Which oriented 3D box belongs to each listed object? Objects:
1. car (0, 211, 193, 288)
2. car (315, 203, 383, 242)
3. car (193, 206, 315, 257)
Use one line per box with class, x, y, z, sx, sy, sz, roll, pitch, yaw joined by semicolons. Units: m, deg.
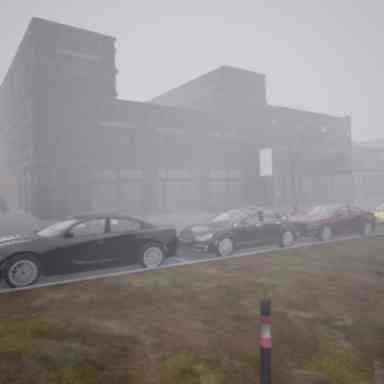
car;-2.716;1.289;8.681;5.008;1.535;2.097;0;0;-33
car;6.310;1.286;15.138;5.008;1.535;2.097;0;0;-33
car;1.791;1.298;11.905;4.892;1.521;2.231;-1;0;-33
